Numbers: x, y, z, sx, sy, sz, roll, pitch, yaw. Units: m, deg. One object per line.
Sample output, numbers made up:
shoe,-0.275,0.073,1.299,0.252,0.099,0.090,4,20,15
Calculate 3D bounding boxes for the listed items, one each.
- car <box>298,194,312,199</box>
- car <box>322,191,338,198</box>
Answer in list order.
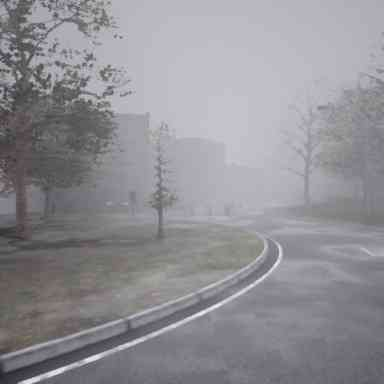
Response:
car,26.584,1.135,78.109,1.895,1.301,4.718,-1,1,37
car,33.813,0.833,82.324,2.033,1.411,5.357,-1,1,37
